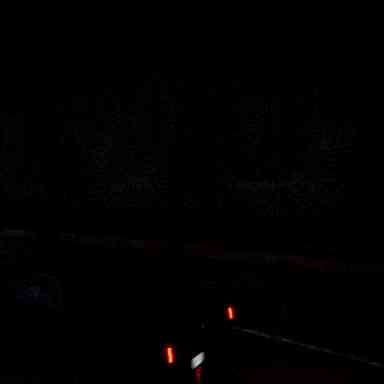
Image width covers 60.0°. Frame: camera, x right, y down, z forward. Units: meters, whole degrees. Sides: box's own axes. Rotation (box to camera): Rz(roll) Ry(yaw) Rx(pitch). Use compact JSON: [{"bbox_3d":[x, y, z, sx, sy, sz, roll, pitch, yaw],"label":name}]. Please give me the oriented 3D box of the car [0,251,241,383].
[{"bbox_3d":[-1.791,1.590,4.954,4.718,1.301,1.895,0,0,33],"label":"car"}]
